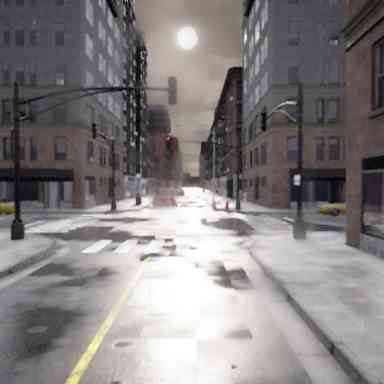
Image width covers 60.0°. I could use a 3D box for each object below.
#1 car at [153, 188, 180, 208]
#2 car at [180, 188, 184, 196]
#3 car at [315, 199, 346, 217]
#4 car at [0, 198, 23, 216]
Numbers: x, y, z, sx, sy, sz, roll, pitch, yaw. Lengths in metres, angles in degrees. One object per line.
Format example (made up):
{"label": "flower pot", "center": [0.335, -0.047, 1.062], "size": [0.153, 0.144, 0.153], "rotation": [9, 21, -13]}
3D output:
{"label": "car", "center": [-2.711, 0.623, 34.336], "size": [2.150, 2.045, 5.566], "rotation": [0, 3, 1]}
{"label": "car", "center": [-2.651, -0.088, 69.515], "size": [2.097, 1.767, 4.553], "rotation": [0, 1, 0]}
{"label": "car", "center": [11.669, 1.051, 24.604], "size": [4.829, 1.417, 1.752], "rotation": [0, 1, 0]}
{"label": "car", "center": [-15.214, 1.025, 24.680], "size": [4.829, 1.417, 1.752], "rotation": [0, 1, 0]}
